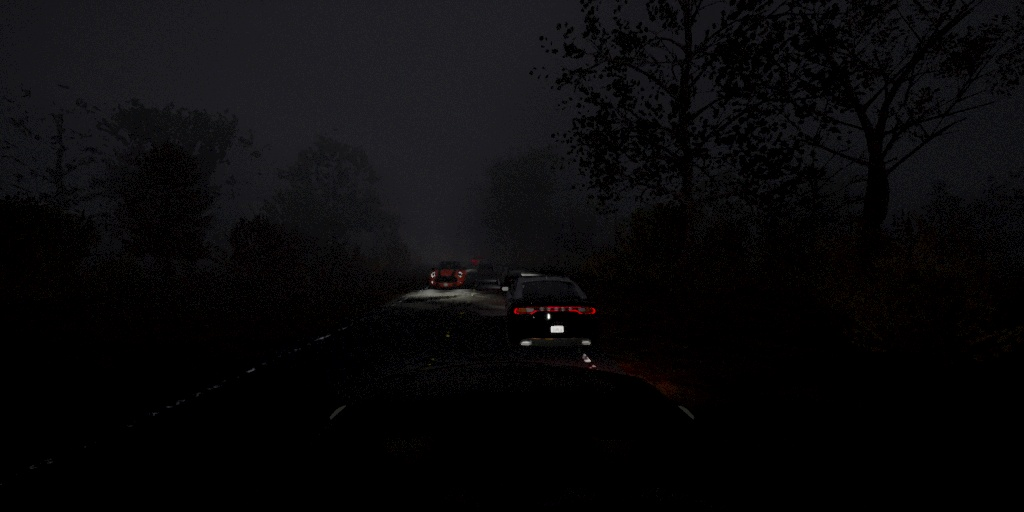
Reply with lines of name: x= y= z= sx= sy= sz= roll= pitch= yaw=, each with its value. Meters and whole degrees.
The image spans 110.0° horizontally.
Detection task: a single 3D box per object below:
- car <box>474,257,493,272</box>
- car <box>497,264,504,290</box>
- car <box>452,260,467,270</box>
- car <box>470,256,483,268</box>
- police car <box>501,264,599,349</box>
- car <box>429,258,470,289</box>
car: x=-3.575 y=1.223 z=47.102 sx=1.882 sy=1.535 sz=5.008 roll=0 pitch=0 yaw=-9
car: x=0.315 y=1.274 z=19.295 sx=1.812 sy=1.442 sz=4.674 roll=0 pitch=0 yaw=-4
car: x=-7.965 y=1.309 z=54.219 sx=1.994 sy=1.385 sz=4.181 roll=0 pitch=0 yaw=-10
car: x=-5.986 y=0.964 z=60.660 sx=2.150 sy=2.045 sz=5.566 roll=0 pitch=0 yaw=-12
police car: x=0.775 y=1.175 z=9.337 sx=1.930 sy=1.638 sz=5.238 roll=0 pitch=0 yaw=-2
car: x=-4.030 y=1.100 z=23.199 sx=2.097 sy=1.767 sz=4.553 roll=0 pitch=0 yaw=-5
